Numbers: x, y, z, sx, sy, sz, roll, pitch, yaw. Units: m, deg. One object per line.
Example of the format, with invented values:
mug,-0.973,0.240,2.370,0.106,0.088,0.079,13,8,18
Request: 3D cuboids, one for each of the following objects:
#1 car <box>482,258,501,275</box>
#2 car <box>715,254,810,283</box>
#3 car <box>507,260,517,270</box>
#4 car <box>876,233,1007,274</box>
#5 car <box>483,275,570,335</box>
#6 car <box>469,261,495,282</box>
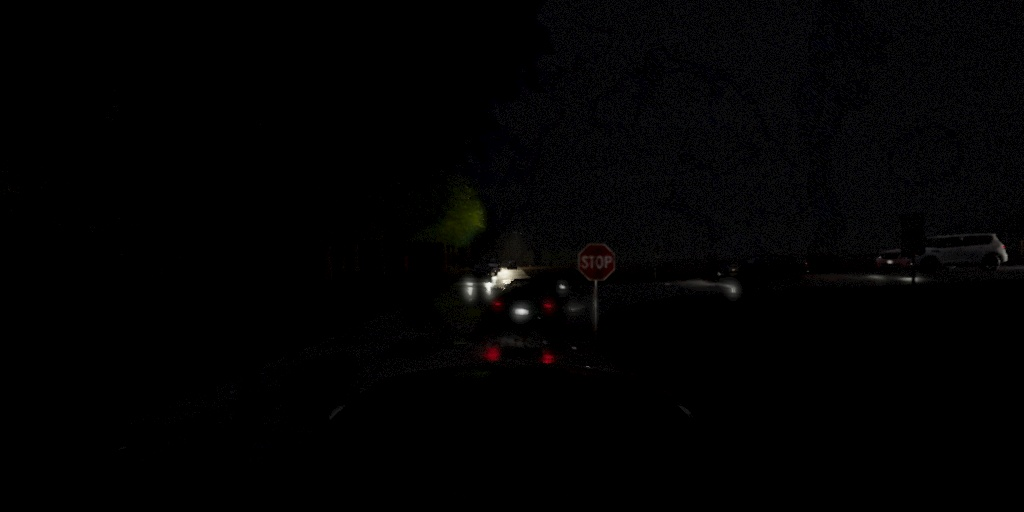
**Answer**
car,-2.811,1.307,43.446,2.150,2.045,5.566,0,-1,-1
car,14.001,0.638,20.156,4.674,1.442,1.812,-3,0,1
car,0.019,1.818,64.193,2.033,1.411,5.357,0,0,0
car,23.876,-0.154,20.063,5.566,2.045,2.150,-3,0,0
car,0.650,1.347,10.889,1.994,1.385,4.181,1,1,12
car,-2.790,1.472,32.816,1.882,1.535,5.008,0,0,-1
